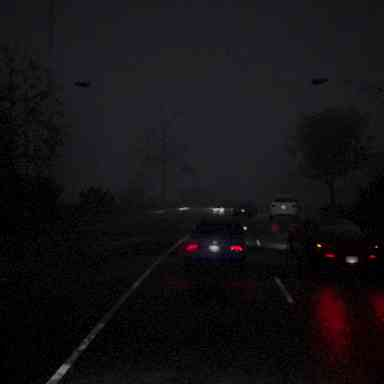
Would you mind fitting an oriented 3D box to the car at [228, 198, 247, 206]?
[{"bbox_3d":[7.371,1.615,47.790,2.033,1.411,5.357,0,0,24],"label":"car"}]

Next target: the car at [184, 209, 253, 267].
[{"bbox_3d":[0.909,1.563,11.485,2.033,1.411,5.357,0,0,7],"label":"car"}]

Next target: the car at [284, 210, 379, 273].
[{"bbox_3d":[4.356,1.548,10.769,1.812,1.442,4.674,0,0,7],"label":"car"}]

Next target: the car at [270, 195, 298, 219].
[{"bbox_3d":[8.025,1.276,29.031,2.150,2.045,5.566,0,0,16],"label":"car"}]

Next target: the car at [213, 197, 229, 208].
[{"bbox_3d":[4.705,1.548,50.181,2.128,1.511,4.902,0,0,25],"label":"car"}]

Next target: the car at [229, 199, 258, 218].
[{"bbox_3d":[5.057,1.612,31.193,1.994,1.385,4.181,0,0,16],"label":"car"}]
